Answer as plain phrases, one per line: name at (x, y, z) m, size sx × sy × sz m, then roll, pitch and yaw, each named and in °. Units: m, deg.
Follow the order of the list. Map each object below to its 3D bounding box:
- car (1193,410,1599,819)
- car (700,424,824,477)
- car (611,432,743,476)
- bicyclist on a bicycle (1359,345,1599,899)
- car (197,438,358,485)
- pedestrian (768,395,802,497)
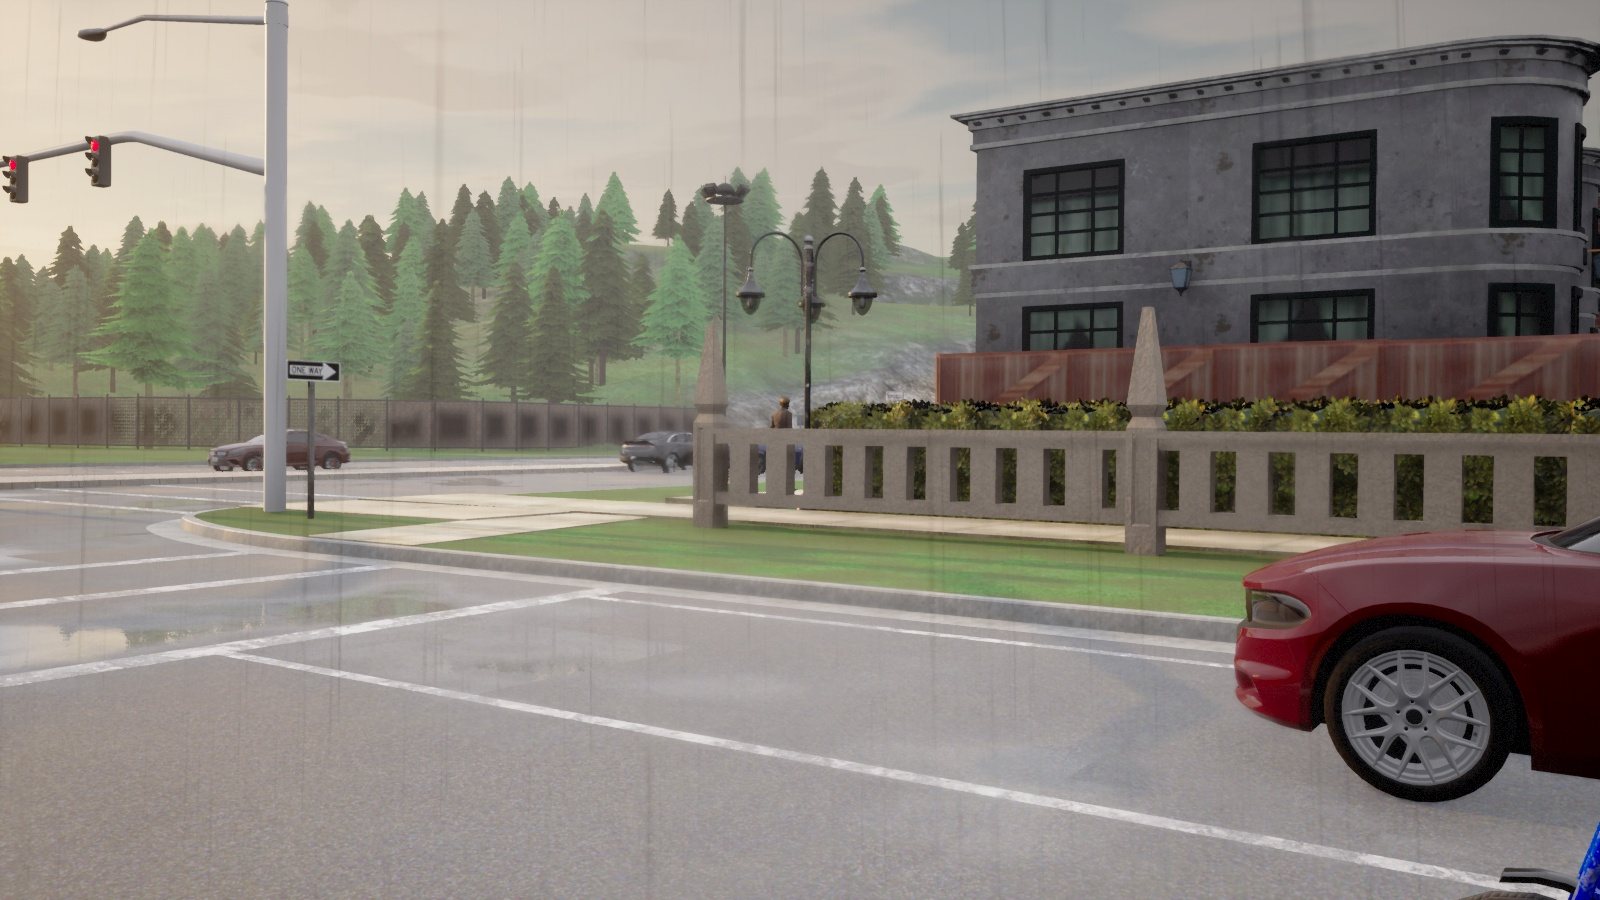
car at (4.344, 0.602, 4.940) m, size 5.008 × 1.535 × 1.882 m, roll 0°, pitch 1°, yaw 34°
car at (-1.270, -0.004, 44.335) m, size 2.097 × 1.767 × 4.553 m, roll 0°, pitch 1°, yaw 34°
car at (-4.423, 0.101, 45.924) m, size 2.128 × 1.511 × 4.902 m, roll 0°, pitch 1°, yaw 34°
bicyclist on a bicycle at (1.935, 0.618, 2.330) m, size 1.509 × 1.612 × 0.866 m, roll 0°, pitch 1°, yaw 34°
car at (-17.149, 0.347, 41.423) m, size 1.812 × 1.442 × 4.674 m, roll 0°, pitch 1°, yaw 34°
pedestrian at (-0.272, -0.080, 23.036) m, size 0.331 × 1.846 × 0.634 m, roll 0°, pitch 1°, yaw 31°
